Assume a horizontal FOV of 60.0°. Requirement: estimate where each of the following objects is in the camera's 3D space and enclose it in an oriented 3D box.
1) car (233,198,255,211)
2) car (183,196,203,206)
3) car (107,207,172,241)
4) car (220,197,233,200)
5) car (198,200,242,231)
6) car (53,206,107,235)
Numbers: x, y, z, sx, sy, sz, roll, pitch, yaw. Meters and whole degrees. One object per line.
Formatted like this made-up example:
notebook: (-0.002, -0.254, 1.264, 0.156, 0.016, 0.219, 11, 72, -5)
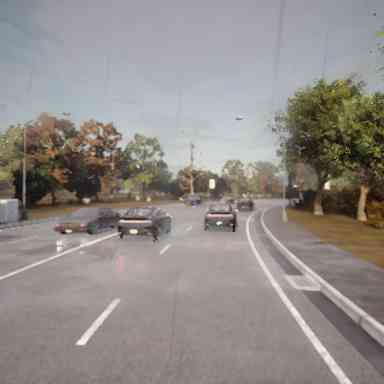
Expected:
car: (6.852, 1.551, 41.985, 1.837, 1.490, 4.892, 0, 0, 17)
car: (0.222, 1.488, 55.230, 1.882, 1.535, 5.008, 0, 0, 22)
car: (-2.229, 1.491, 16.678, 2.128, 1.511, 4.902, 0, 0, 7)
car: (6.255, 1.568, 60.510, 1.812, 1.442, 4.674, 0, 0, 24)
car: (1.861, 1.508, 20.684, 2.128, 1.511, 4.902, 0, 0, 9)
car: (-5.703, 1.534, 18.953, 2.033, 1.411, 5.357, 0, 0, 8)
